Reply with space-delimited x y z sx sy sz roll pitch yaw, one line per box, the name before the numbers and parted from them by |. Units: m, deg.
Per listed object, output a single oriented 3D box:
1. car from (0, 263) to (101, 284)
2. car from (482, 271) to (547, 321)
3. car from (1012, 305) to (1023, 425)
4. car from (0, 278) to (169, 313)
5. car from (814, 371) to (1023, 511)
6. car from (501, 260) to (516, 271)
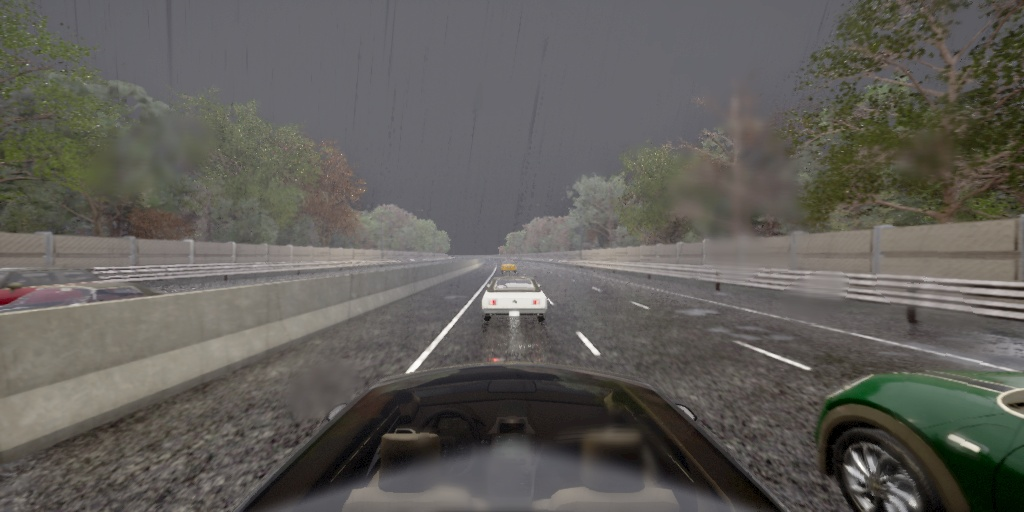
car | -14.129 1.108 9.927 2.097 1.767 4.553 0 0 0
car | 0.059 1.355 12.421 1.895 1.301 4.718 0 0 0
car | 7.096 1.296 1.679 2.033 1.411 5.357 0 0 0
car | -10.621 1.356 8.678 1.895 1.301 4.718 0 0 0
car | 3.591 1.101 1.117 2.097 1.767 4.553 0 0 0
car | -0.433 1.223 44.670 1.801 1.575 5.366 0 0 -1
